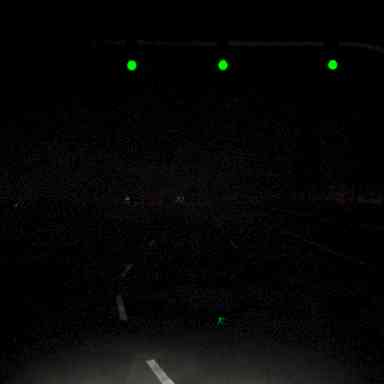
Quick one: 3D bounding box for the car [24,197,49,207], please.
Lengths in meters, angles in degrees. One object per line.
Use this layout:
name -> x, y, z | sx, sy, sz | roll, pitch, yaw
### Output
car -> -21.200, 1.425, 45.480 | 2.128, 1.511, 4.902 | 0, 0, -3

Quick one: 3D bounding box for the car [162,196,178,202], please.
car -> -5.160, 1.447, 69.949 | 1.994, 1.385, 4.181 | 0, 0, -22

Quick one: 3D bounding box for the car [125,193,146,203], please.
car -> -11.367, 1.403, 66.536 | 2.128, 1.511, 4.902 | 0, 0, -22

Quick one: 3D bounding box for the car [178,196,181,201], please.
car -> -3.445, 1.486, 75.259 | 1.895, 1.301, 4.718 | 0, 0, -26

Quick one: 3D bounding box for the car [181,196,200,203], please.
car -> -0.089, 1.505, 65.679 | 1.895, 1.301, 4.718 | 0, 0, -18

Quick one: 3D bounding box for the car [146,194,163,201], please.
car -> -9.044, 1.255, 79.140 | 2.033, 1.411, 5.357 | 0, 0, -30

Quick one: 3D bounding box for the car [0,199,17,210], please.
car -> -24.533, 1.538, 42.467 | 1.895, 1.301, 4.718 | 0, 0, 0

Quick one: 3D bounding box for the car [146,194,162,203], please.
car -> -8.242, 1.255, 68.212 | 2.097, 1.767, 4.553 | 0, 0, -22

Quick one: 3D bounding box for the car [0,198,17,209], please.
car -> -20.997, 1.438, 36.216 | 2.128, 1.511, 4.902 | 0, 0, 0

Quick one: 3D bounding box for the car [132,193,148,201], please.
car -> -12.178, 1.074, 77.586 | 2.097, 1.767, 4.553 | 0, 0, -30

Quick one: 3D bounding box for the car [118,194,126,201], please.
car -> -15.342, 1.222, 76.084 | 1.837, 1.490, 4.892 | 0, 0, -30
